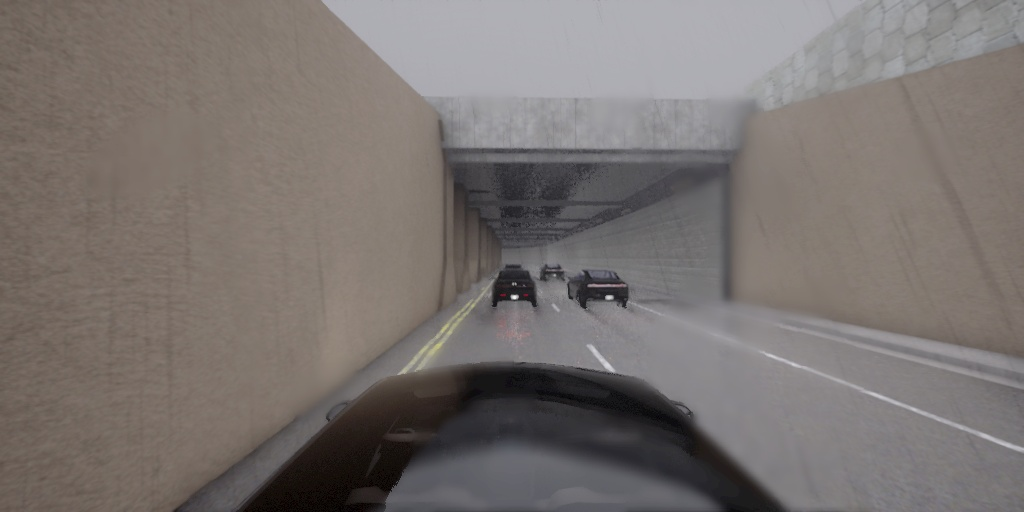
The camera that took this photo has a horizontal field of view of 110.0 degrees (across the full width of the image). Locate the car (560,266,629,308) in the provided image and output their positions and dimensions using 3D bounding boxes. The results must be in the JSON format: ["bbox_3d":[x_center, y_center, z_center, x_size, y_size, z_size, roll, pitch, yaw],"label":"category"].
[{"bbox_3d":[3.600,1.329,15.676,2.128,1.511,4.902,0,0,0],"label":"car"}]

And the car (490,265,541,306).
[{"bbox_3d":[0.100,1.346,16.223,1.837,1.490,4.892,0,0,0],"label":"car"}]

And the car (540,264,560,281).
[{"bbox_3d":[3.599,1.436,32.692,2.128,1.511,4.902,0,0,0],"label":"car"}]
